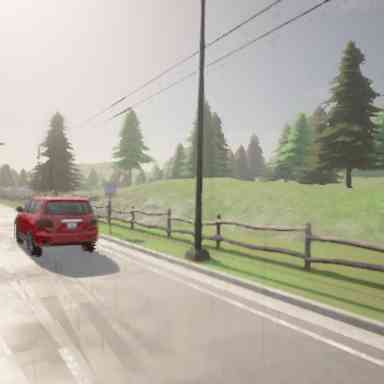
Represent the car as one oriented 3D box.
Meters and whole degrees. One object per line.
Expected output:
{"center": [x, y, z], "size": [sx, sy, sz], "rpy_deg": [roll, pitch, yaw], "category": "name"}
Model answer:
{"center": [-5.496, 1.173, 13.164], "size": [2.150, 2.045, 5.566], "rpy_deg": [1, 0, -35], "category": "car"}
